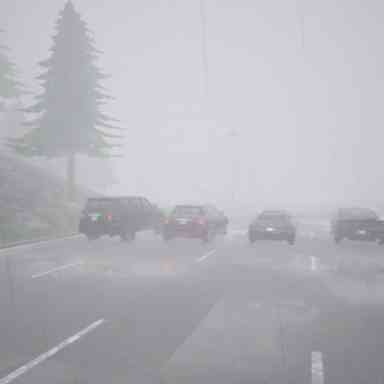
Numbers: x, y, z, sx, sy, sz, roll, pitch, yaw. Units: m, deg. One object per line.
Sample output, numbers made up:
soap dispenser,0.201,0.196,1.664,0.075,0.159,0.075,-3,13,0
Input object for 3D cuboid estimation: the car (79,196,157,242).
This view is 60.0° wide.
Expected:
car,-3.194,1.205,16.596,2.150,2.045,5.566,0,0,20

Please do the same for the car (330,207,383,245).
car,7.589,1.443,15.525,1.882,1.535,5.008,0,0,20

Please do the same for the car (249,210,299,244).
car,3.972,1.534,15.812,1.994,1.385,4.181,0,0,20

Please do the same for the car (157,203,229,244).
car,0.367,1.327,16.152,2.097,1.767,4.553,0,0,20
